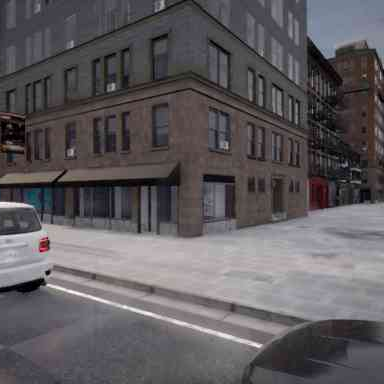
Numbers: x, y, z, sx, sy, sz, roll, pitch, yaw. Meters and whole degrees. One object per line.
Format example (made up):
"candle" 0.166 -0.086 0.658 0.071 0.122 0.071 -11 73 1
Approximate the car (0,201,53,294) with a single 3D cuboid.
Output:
"car" -5.464 1.222 7.572 5.566 2.045 2.150 0 0 36

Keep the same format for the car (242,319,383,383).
"car" 2.605 1.505 1.829 4.892 1.490 1.837 0 0 36
